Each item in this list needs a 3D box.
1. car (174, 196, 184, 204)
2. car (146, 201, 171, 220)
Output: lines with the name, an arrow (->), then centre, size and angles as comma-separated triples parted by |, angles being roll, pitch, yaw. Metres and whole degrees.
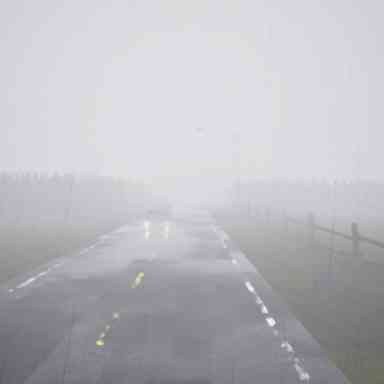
car -> -2.766, 1.659, 70.402 | 1.882, 1.535, 5.008 | 0, 0, 0
car -> -2.854, 1.535, 29.092 | 1.882, 1.535, 5.008 | 0, 0, 0
